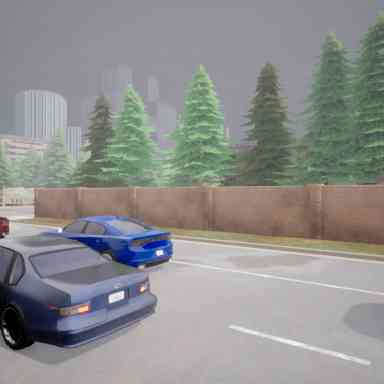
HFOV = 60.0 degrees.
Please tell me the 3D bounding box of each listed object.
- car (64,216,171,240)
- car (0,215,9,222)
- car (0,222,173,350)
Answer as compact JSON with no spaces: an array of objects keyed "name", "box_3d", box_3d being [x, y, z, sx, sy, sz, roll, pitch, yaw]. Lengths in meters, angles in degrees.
[{"name":"car","box_3d":[-2.880,1.478,10.345,5.008,1.535,1.882,0,0,35]},{"name":"car","box_3d":[-10.708,1.478,15.926,5.008,1.535,1.882,0,0,35]},{"name":"car","box_3d":[-3.126,1.547,6.214,5.357,1.411,2.033,0,0,35]}]
